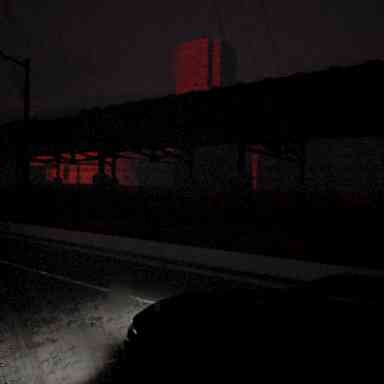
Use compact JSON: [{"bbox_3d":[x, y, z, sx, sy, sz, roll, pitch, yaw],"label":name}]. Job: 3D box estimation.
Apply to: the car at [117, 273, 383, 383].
[{"bbox_3d":[1.385,1.521,3.003,4.674,1.442,1.812,1,0,35],"label":"car"}]
